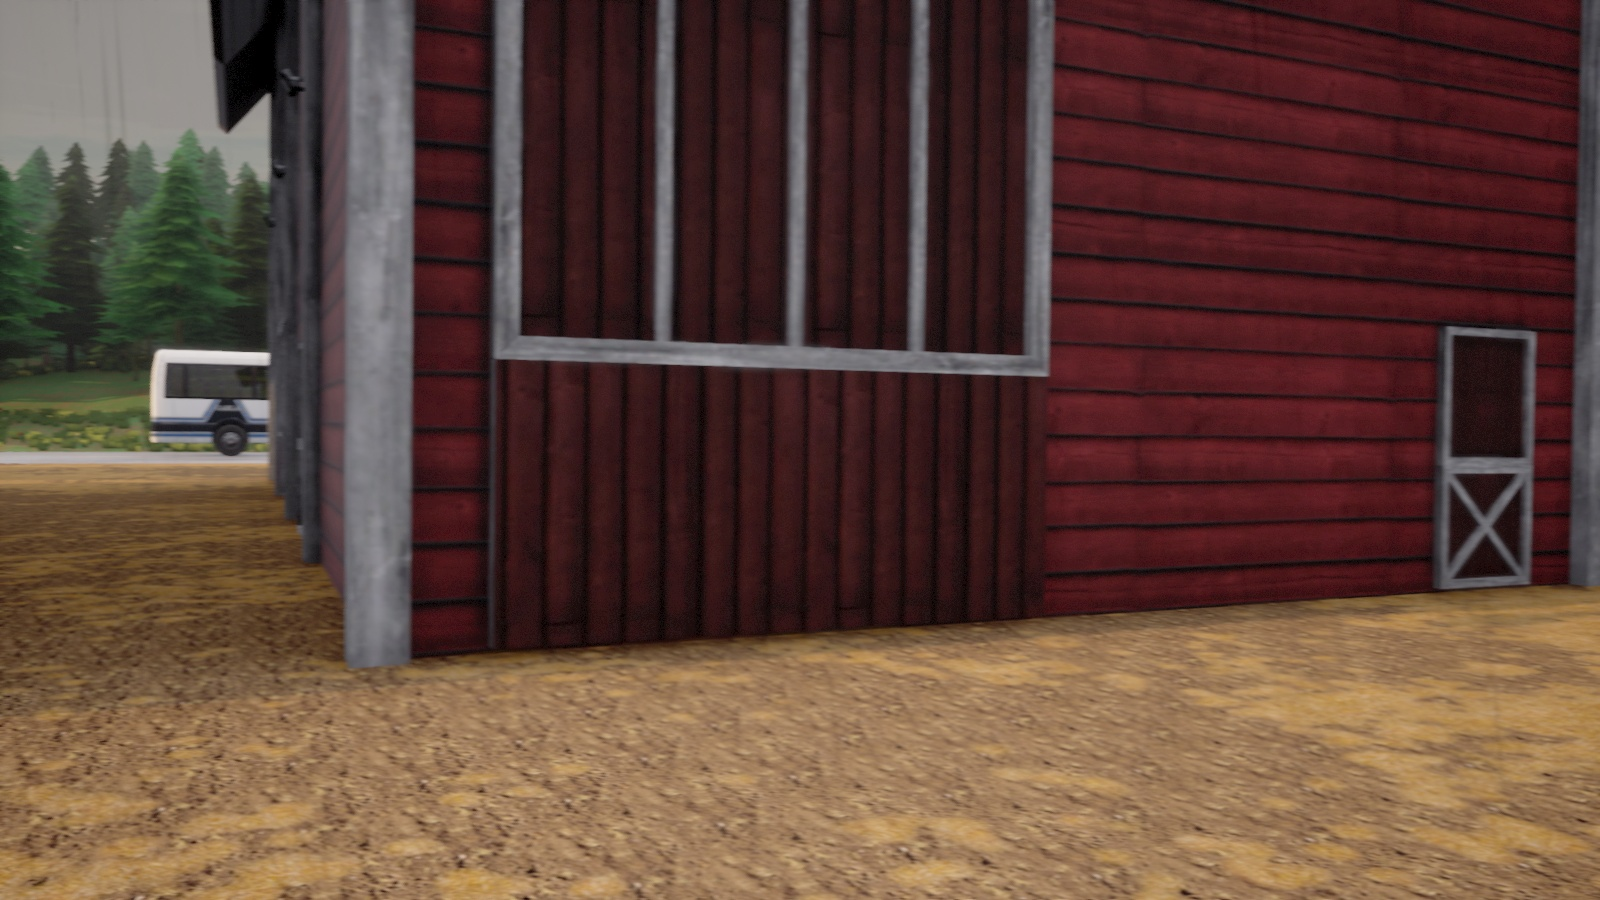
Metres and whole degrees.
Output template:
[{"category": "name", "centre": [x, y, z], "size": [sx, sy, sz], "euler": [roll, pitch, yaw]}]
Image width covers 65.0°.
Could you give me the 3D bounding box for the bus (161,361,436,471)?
[{"category": "bus", "centre": [-20.883, -1.428, 52.727], "size": [10.273, 4.253, 3.944], "euler": [-1, 1, -23]}]
